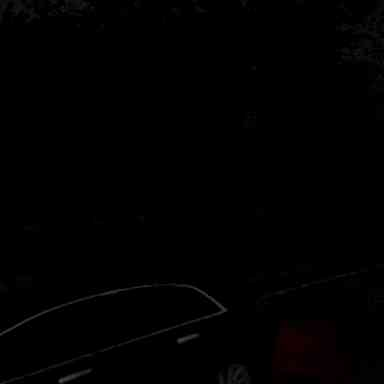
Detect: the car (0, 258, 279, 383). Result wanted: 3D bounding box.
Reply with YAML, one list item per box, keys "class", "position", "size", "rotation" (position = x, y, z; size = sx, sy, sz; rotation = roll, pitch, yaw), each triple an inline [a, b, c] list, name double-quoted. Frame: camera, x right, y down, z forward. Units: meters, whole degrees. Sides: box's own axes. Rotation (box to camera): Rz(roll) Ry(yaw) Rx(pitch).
- class: "car"
  position: [-1.280, 1.505, 3.079]
  size: [4.892, 1.490, 1.837]
  rotation: [0, 0, -35]
